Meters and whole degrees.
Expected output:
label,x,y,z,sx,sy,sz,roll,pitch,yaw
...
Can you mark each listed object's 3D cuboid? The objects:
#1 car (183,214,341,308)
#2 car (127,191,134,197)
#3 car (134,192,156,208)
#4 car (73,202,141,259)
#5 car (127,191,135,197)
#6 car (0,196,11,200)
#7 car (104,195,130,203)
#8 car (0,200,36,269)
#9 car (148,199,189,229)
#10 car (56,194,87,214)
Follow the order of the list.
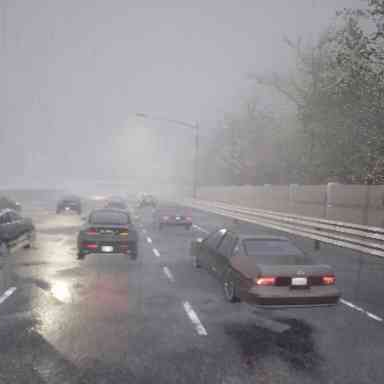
label,x,y,z,sx,sy,sz,roll,pitch,yaw
car,1.344,1.590,8.325,2.033,1.411,5.357,3,0,-13
car,-14.228,0.681,79.673,1.882,1.535,5.008,3,0,-12
car,-5.254,1.016,38.562,2.097,1.767,4.553,3,0,-12
car,-2.908,1.338,11.830,1.837,1.490,4.892,3,0,-12
car,-16.793,0.616,91.416,2.128,1.511,4.902,3,0,-12
car,-11.851,0.936,20.003,2.033,1.411,5.357,3,0,-12
car,-6.733,1.139,29.355,1.812,1.442,4.674,3,0,-12
car,-6.050,1.179,9.829,2.128,1.511,4.902,3,0,-12
car,-1.300,1.438,20.386,2.033,1.411,5.357,3,0,-12
car,-9.891,0.971,27.446,1.837,1.490,4.892,3,0,-12
